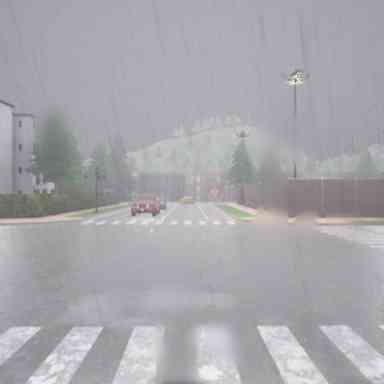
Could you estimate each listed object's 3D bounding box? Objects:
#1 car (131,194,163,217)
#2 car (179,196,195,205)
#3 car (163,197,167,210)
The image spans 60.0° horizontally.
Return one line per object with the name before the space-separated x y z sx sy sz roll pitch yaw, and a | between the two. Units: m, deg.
car | -4.320 1.198 31.683 2.150 2.045 5.566 0 0 0
car | -0.920 1.445 58.330 1.882 1.535 5.008 0 0 -15
car | -4.337 1.326 41.746 2.097 1.767 4.553 0 0 0
